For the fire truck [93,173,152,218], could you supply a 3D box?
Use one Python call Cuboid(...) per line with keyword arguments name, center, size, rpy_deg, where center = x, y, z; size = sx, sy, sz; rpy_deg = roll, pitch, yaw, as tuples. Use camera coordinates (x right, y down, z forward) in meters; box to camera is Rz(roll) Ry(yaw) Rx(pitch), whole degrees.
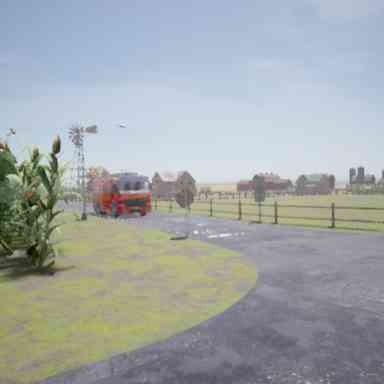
Cuboid(name="fire truck", center=(-6.635, 0.248, 30.473), size=(2.891, 3.827, 8.468), rpy_deg=(-2, 1, -30))
